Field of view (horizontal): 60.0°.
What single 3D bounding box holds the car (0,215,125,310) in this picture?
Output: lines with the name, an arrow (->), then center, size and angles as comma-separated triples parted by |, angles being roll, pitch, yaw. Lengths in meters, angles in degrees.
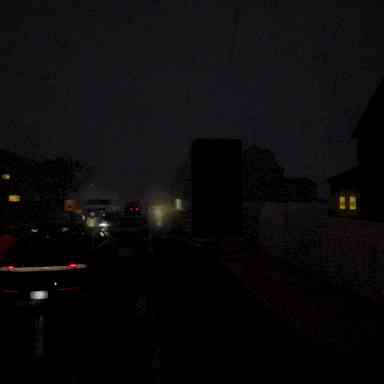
car -> -2.921, 1.567, 8.083 | 2.128, 1.511, 4.902 | -1, 0, -7

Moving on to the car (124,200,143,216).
car -> -6.781, 1.914, 38.211 | 2.033, 1.411, 5.357 | -1, 0, -7

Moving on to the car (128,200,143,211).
car -> -8.174, 1.946, 48.640 | 1.882, 1.535, 5.008 | -1, 0, -7

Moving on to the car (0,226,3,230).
car -> -5.671, 1.449, 7.365 | 2.097, 1.767, 4.553 | -1, 0, -8

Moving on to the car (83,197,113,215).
car -> -8.746, 1.544, 31.107 | 2.150, 2.045, 5.566 | 0, 0, -6

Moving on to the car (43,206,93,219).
car -> -7.113, 1.751, 18.258 | 2.033, 1.411, 5.357 | -1, -1, -8
